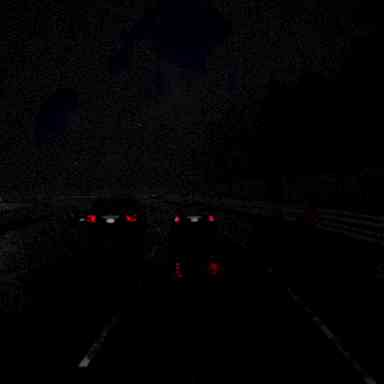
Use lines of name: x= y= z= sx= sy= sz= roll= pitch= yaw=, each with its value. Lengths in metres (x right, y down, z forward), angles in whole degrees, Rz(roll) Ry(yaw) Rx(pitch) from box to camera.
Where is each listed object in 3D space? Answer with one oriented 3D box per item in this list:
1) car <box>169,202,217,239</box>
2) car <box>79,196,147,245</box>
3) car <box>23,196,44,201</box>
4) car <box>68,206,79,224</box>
car: x=-0.070 y=1.282 z=17.148 sx=2.097 sy=1.767 sz=4.553 roll=-1 pitch=0 yaw=-5
car: x=-3.415 y=1.214 z=15.770 sx=2.150 sy=2.045 sz=5.566 roll=-1 pitch=0 yaw=-4
car: x=-40.181 y=1.786 z=84.173 sx=4.892 sy=1.490 sz=1.837 roll=-1 pitch=0 yaw=41
car: x=-8.048 y=1.630 z=25.277 sx=1.895 sy=1.301 sz=4.718 roll=-1 pitch=0 yaw=-10
